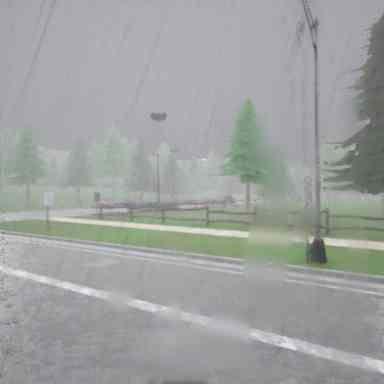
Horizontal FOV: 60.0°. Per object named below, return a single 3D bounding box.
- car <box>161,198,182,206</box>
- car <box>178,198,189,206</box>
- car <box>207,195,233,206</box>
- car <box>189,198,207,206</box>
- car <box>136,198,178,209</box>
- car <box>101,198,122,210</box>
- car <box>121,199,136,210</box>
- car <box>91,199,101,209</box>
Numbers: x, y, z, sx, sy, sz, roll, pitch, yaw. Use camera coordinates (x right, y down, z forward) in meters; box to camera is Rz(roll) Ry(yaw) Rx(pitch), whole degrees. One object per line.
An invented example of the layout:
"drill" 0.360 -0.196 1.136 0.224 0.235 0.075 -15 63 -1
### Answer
"car" -4.015 1.943 65.834 1.994 1.385 4.181 -1 0 35
"car" -1.277 1.895 63.676 2.033 1.411 5.357 -1 0 36
"car" 5.569 1.509 61.271 2.150 2.045 5.566 -1 0 36
"car" 2.267 1.808 62.642 2.128 1.511 4.902 -1 0 36
"car" -4.828 1.830 46.547 2.033 1.411 5.357 -1 0 35
"car" -10.768 1.825 50.253 1.882 1.535 5.008 -1 0 35
"car" -7.729 1.879 48.494 1.994 1.385 4.181 -1 0 35
"car" -13.614 1.731 52.277 2.097 1.767 4.553 -1 0 35
